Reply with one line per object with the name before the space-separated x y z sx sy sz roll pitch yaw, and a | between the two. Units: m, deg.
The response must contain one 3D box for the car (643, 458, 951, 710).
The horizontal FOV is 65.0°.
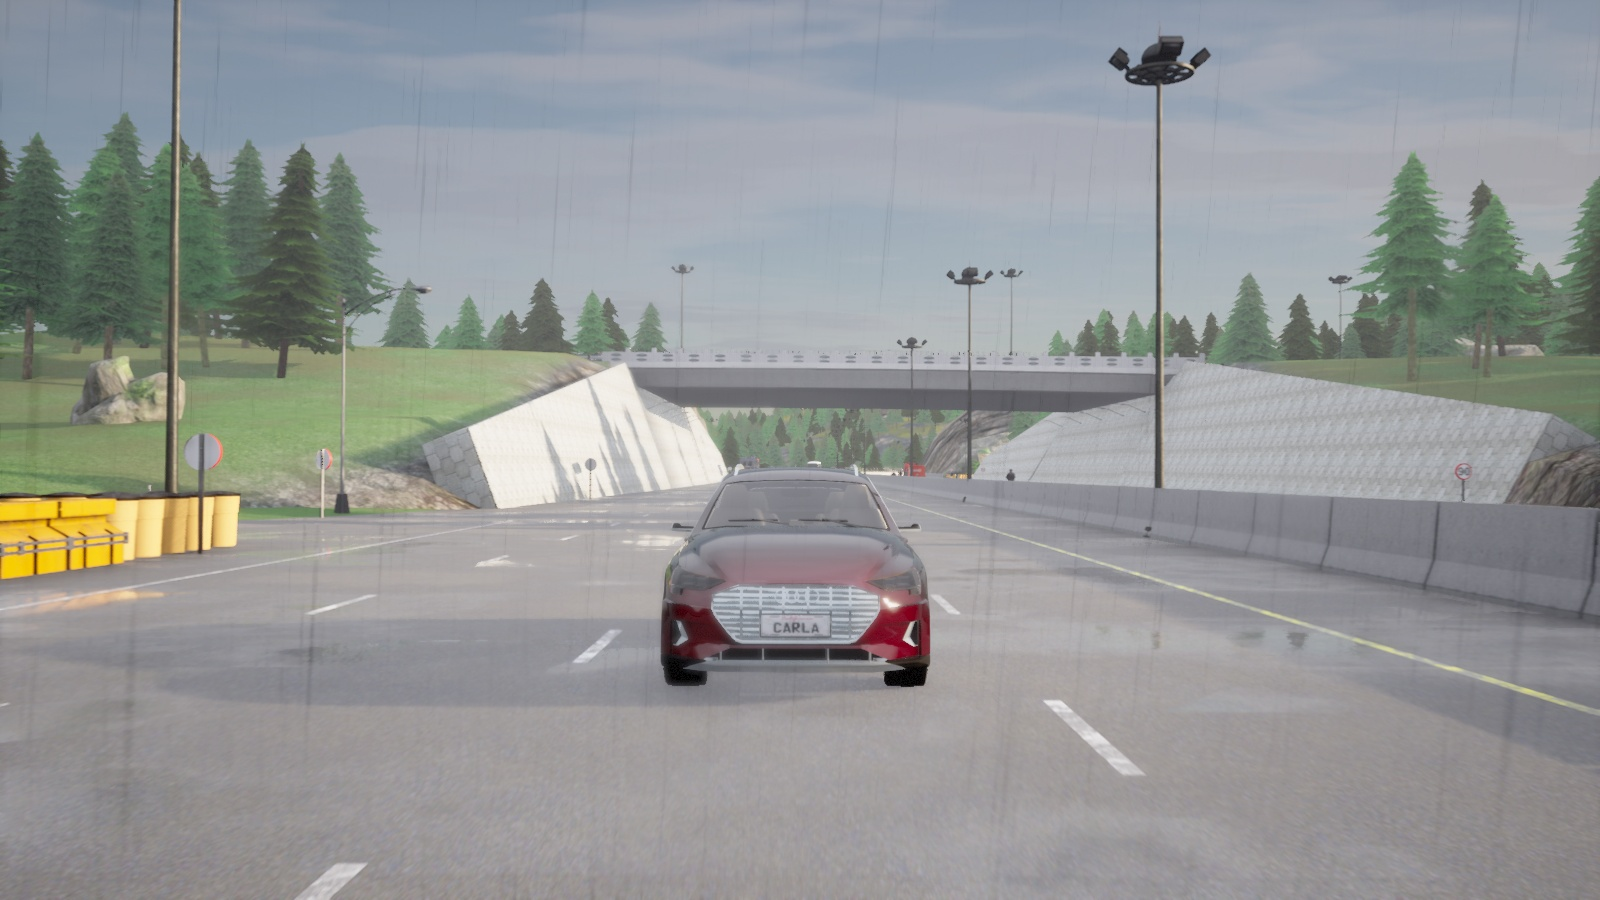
car | -0.026 0.924 10.725 2.033 1.649 4.856 0 -1 0
